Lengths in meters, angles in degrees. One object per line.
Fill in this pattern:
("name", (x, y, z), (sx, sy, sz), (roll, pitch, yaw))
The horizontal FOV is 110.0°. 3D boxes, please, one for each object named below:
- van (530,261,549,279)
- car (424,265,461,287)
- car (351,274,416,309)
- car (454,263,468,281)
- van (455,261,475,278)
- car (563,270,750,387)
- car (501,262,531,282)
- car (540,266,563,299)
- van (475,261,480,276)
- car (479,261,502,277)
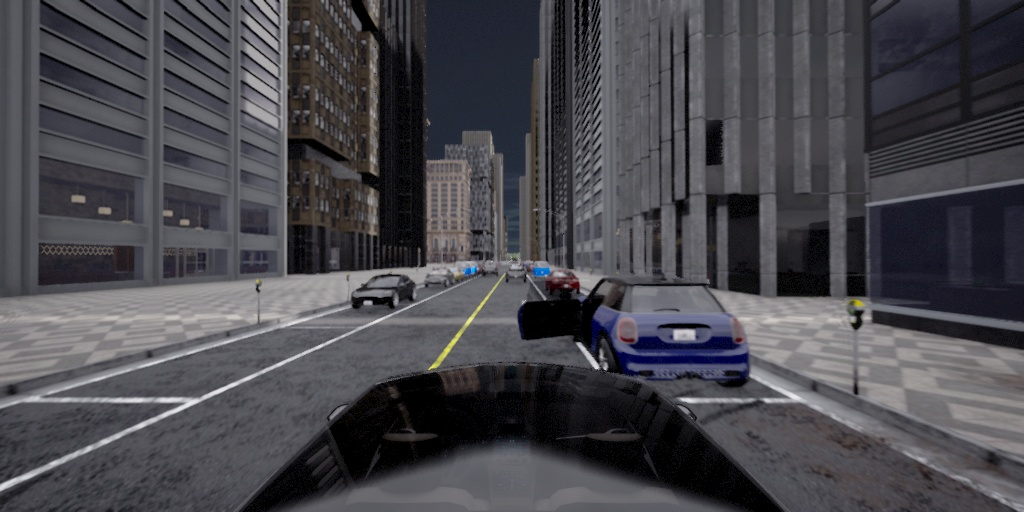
("van", (3.145, 1.489, 38.667), (1.690, 1.789, 3.998), (0, 0, 1))
("car", (-5.491, 1.601, 27.466), (2.007, 1.370, 4.403), (0, 0, 1))
("car", (-5.603, 1.492, 16.186), (1.948, 1.339, 4.313), (0, 0, 1))
("car", (-5.437, 1.638, 32.936), (1.751, 1.417, 4.829), (0, 0, 1))
("van", (-5.380, 1.516, 38.746), (1.690, 1.789, 3.998), (0, 0, 1))
("car", (2.458, 1.155, 7.195), (2.097, 1.767, 4.553), (0, -1, 1))
("car", (0.385, 1.585, 32.960), (2.128, 1.511, 4.902), (0, -1, 1))
("car", (2.978, 1.507, 21.747), (1.888, 1.381, 4.507), (0, 0, 1))
("van", (-5.324, 1.578, 44.386), (1.690, 1.789, 3.998), (0, 0, 1))
("car", (-2.593, 1.731, 43.943), (1.837, 1.490, 4.892), (0, -1, 1))
